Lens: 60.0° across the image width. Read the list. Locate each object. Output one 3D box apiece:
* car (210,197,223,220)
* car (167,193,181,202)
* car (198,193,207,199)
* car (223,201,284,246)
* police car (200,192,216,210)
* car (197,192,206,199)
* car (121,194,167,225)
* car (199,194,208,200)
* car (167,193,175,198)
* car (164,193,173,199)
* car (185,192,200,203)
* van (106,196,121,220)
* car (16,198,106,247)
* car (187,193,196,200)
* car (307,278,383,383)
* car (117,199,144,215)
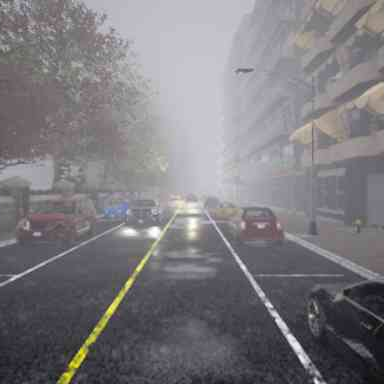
[{"bbox_3d":[2.650,1.363,26.207,1.752,1.417,4.829,0,0,0],"label":"car"},{"bbox_3d":[-3.124,1.113,63.748,1.882,1.535,5.008,0,0,1],"label":"car"},{"bbox_3d":[2.562,0.989,82.339,1.967,1.590,4.097,0,0,0],"label":"car"},{"bbox_3d":[2.668,1.346,14.776,1.967,1.590,4.097,0,0,0],"label":"car"},{"bbox_3d":[2.305,1.187,39.798,1.930,1.638,5.238,0,0,0],"label":"police car"},{"bbox_3d":[2.552,0.839,87.969,2.192,1.841,5.009,0,0,0],"label":"car"},{"bbox_3d":[-3.133,1.211,22.553,2.097,1.767,4.553,0,0,0],"label":"car"},{"bbox_3d":[2.570,1.120,76.710,1.887,1.381,4.507,0,0,0],"label":"car"},{"bbox_3d":[-5.836,1.049,93.587,2.008,1.369,4.403,0,0,0],"label":"car"},{"bbox_3d":[-5.819,0.989,82.325,1.967,1.590,4.097,0,0,0],"label":"car"},{"bbox_3d":[-0.091,1.016,58.196,2.097,1.767,4.553,0,0,0],"label":"car"},{"bbox_3d":[-5.730,1.180,26.022,1.690,1.788,3.998,0,0,0],"label":"van"},{"bbox_3d":[-5.712,1.220,14.762,2.192,1.841,5.009,0,0,0],"label":"car"},{"bbox_3d":[-0.115,0.988,74.463,1.837,1.490,4.892,0,0,0],"label":"car"},{"bbox_3d":[2.685,1.542,3.518,1.947,1.339,4.313,0,0,0],"label":"car"},{"bbox_3d":[-5.739,1.389,31.654,1.802,1.307,4.206,0,0,0],"label":"car"}]
